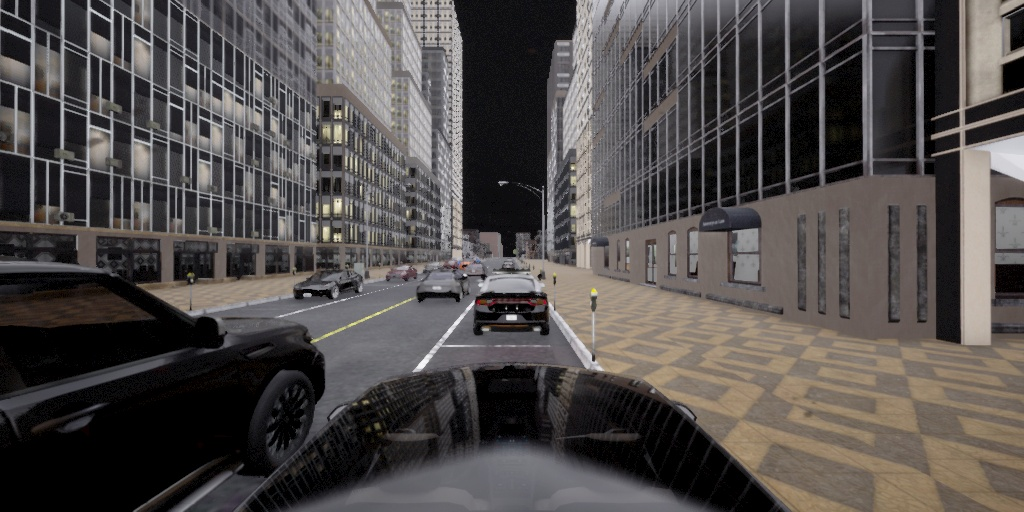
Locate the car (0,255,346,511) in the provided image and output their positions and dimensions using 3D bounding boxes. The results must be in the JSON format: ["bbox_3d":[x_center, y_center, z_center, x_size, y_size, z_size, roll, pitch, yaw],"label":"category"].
[{"bbox_3d":[-3.145,0.973,1.615,2.150,2.045,5.566,0,0,0],"label":"car"}]

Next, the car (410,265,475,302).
[{"bbox_3d":[-3.144,1.312,17.107,1.994,1.385,4.181,0,0,0],"label":"car"}]

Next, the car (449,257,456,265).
[{"bbox_3d":[-8.836,1.273,51.803,1.888,1.381,4.507,0,0,0],"label":"car"}]

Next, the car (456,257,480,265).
[{"bbox_3d":[-6.148,1.078,50.464,2.097,1.767,4.553,0,0,0],"label":"car"}]

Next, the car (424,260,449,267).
[{"bbox_3d":[-8.836,1.286,40.419,2.007,1.370,4.403,0,0,0],"label":"car"}]

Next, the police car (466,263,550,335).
[{"bbox_3d":[-0.012,1.174,10.609,1.930,1.638,5.238,0,0,0],"label":"police car"}]

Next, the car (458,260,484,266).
[{"bbox_3d":[-3.144,1.288,31.782,2.033,1.411,5.357,0,0,0],"label":"car"}]

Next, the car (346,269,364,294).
[{"bbox_3d":[-8.836,1.313,17.650,1.948,1.339,4.313,0,0,0],"label":"car"}]

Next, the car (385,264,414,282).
[{"bbox_3d":[-8.835,1.324,29.033,1.802,1.307,4.207,0,0,0],"label":"car"}]

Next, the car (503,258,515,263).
[{"bbox_3d":[-0.455,1.298,46.099,1.948,1.339,4.313,0,0,0],"label":"car"}]
